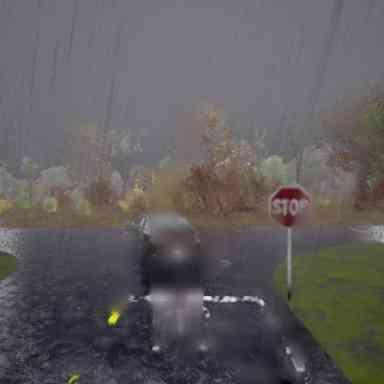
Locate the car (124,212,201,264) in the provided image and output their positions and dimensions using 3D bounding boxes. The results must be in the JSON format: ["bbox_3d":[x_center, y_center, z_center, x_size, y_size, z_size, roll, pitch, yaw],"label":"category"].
[{"bbox_3d":[-1.164,1.452,11.756,1.837,1.490,4.892,1,0,-19],"label":"car"}]
